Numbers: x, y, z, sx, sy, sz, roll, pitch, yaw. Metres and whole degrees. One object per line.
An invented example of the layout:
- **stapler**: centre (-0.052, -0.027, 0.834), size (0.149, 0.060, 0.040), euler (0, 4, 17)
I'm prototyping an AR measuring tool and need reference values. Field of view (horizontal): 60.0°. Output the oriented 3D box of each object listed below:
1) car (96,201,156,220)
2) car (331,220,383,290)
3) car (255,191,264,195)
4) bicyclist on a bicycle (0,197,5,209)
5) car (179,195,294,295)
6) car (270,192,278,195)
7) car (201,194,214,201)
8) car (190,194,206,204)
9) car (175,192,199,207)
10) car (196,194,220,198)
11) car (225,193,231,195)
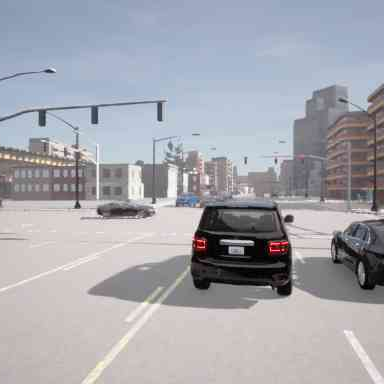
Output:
- **car**: centre (-5.505, 1.476, 27.814), size (4.902, 1.511, 2.128), euler (-1, 0, 0)
- **car**: centre (5.083, 1.505, 8.898), size (1.837, 1.490, 4.892), euler (0, 0, 11)
- **car**: centre (17.331, 0.559, 85.135), size (2.097, 1.767, 4.553), euler (0, 1, 11)
- **bicyclist on a bicycle**: centre (-23.885, 1.303, 41.395), size (0.582, 1.620, 1.656), euler (0, 0, 10)
- **car**: centre (1.522, 1.221, 9.015), size (2.150, 2.045, 5.566), euler (0, 0, 14)
- **car**: centre (20.766, 0.743, 84.461), size (2.033, 1.411, 5.357), euler (0, 1, 11)
- **car**: centre (3.223, 1.075, 68.183), size (2.033, 1.411, 5.357), euler (0, 1, 12)
- **car**: centre (1.096, 1.217, 57.916), size (1.837, 1.490, 4.892), euler (0, 1, 11)
- **car**: centre (-0.806, 1.079, 48.438), size (2.150, 2.045, 5.566), euler (0, 1, 12)
- **car**: centre (2.278, 1.381, 46.035), size (1.837, 1.490, 4.892), euler (0, 1, 11)
- **car**: centre (5.965, 1.091, 64.226), size (1.837, 1.490, 4.892), euler (0, 1, 12)
